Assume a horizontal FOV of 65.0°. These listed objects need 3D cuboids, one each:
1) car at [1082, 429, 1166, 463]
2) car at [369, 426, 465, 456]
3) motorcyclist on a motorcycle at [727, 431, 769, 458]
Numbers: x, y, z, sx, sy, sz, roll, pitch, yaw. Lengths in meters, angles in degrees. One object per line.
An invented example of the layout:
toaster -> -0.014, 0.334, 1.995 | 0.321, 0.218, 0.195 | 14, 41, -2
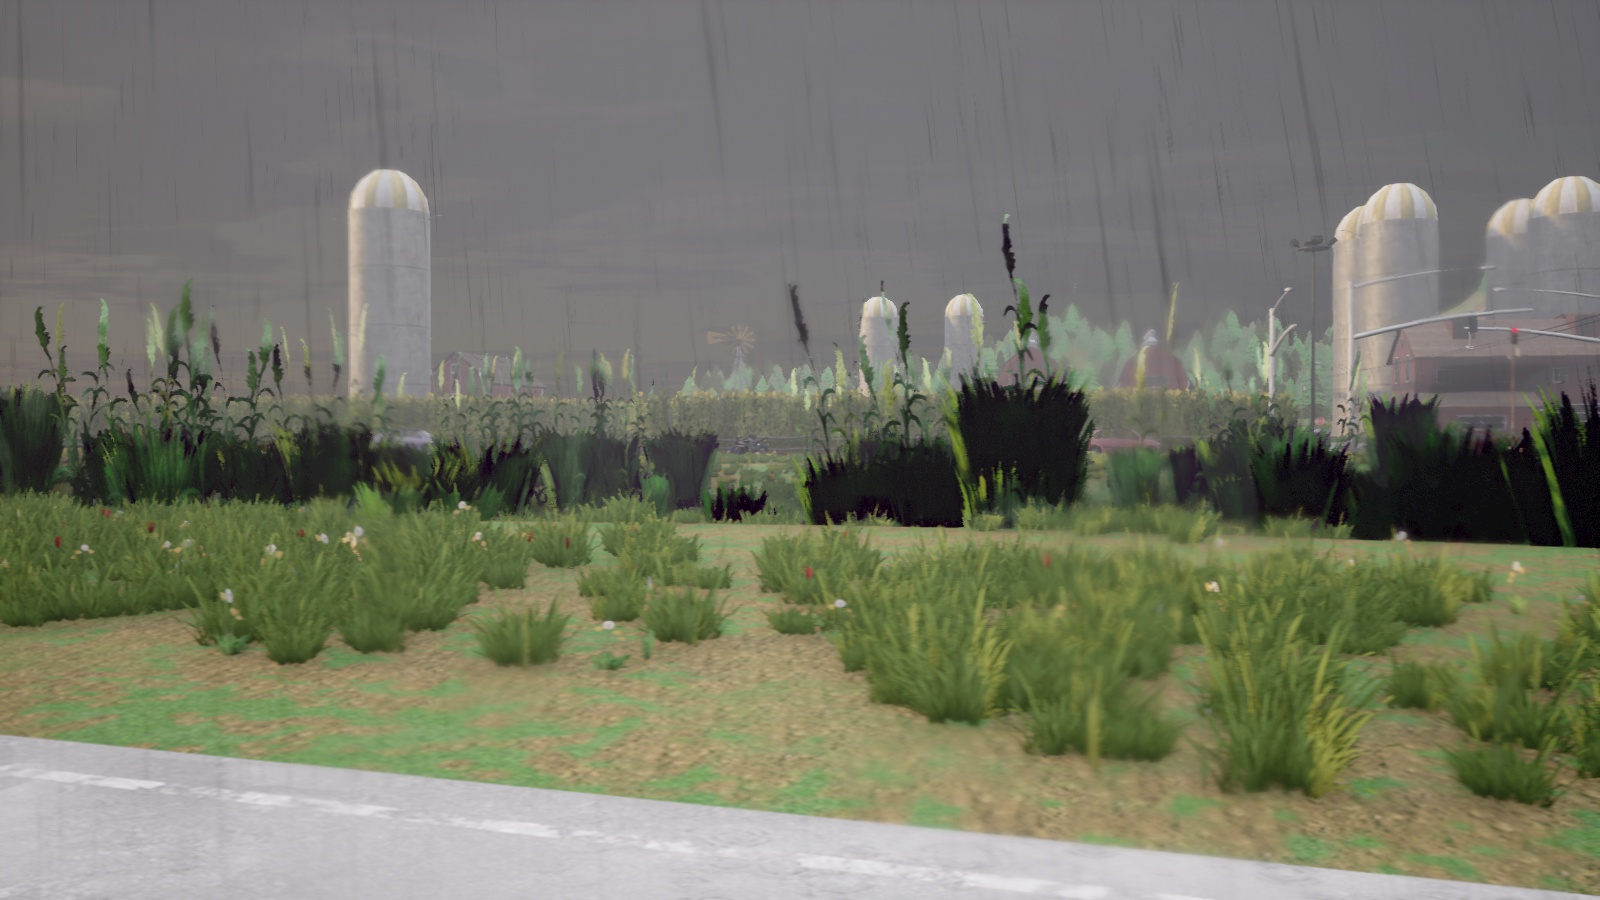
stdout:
car -> 16.137, -0.227, 62.703 | 3.988, 1.617, 1.851 | 1, 1, 12
car -> -21.639, -0.531, 71.027 | 4.856, 1.649, 2.033 | 1, 1, 12
motorcyclist on a motorcycle -> -2.879, -0.312, 70.069 | 2.191, 1.530, 0.866 | 1, 1, 12
